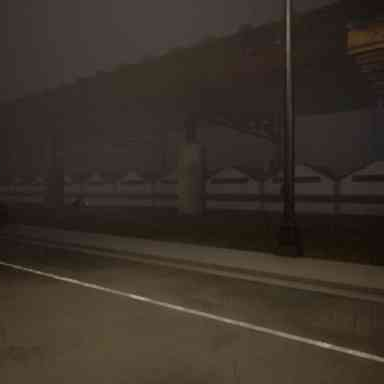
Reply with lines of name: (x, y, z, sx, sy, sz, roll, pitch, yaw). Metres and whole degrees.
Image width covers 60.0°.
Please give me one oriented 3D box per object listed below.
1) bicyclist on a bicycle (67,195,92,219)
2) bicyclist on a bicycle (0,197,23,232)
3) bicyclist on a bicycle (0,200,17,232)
bicyclist on a bicycle: (-7.755, 1.057, 22.945, 1.656, 1.620, 0.582, 0, 1, -11)
bicyclist on a bicycle: (-9.328, 1.111, 16.387, 0.582, 1.620, 1.656, -14, -8, 15)
bicyclist on a bicycle: (-9.234, 1.230, 15.599, 0.582, 1.620, 1.656, 0, 9, 44)
